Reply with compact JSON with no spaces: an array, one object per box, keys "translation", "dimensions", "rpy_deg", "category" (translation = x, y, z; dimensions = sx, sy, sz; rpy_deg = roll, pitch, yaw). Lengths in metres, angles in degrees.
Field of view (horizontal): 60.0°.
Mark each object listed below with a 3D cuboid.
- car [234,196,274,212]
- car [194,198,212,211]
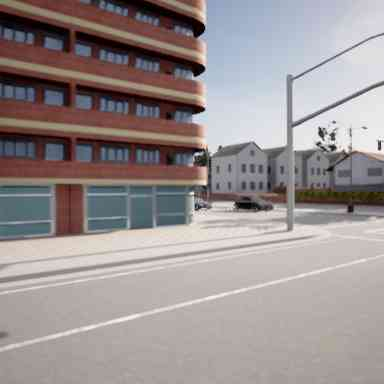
[{"translation":[6.552,1.182,35.623],"dimensions":[2.097,1.767,4.553],"rpy_deg":[0,0,-34],"category":"car"},{"translation":[0.398,1.376,38.416],"dimensions":[1.812,1.442,4.674],"rpy_deg":[0,0,-35],"category":"car"}]
